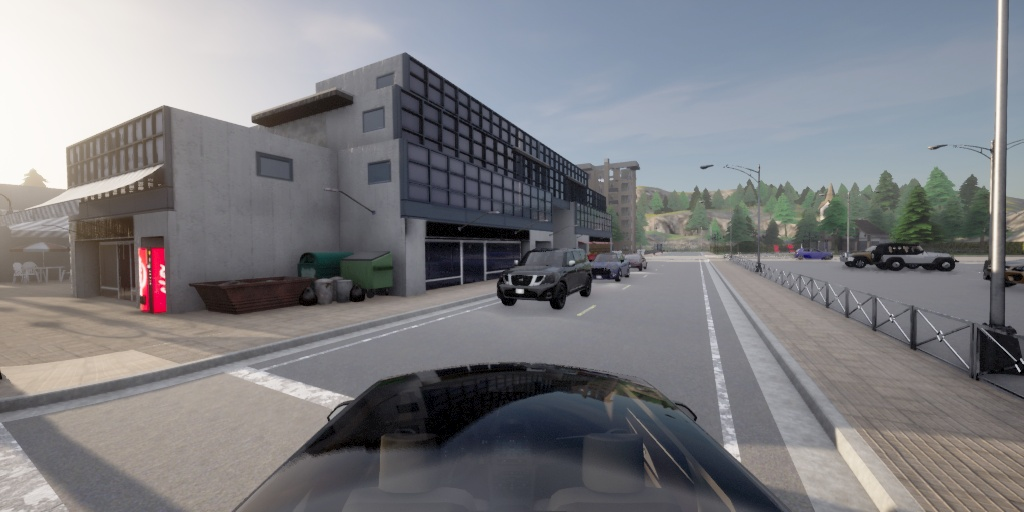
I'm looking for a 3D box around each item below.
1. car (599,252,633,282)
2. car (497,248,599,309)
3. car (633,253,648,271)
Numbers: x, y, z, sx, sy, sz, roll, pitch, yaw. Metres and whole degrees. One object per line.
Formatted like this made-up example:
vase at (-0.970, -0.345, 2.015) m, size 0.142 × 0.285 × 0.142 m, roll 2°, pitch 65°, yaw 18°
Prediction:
car at (6.042, 0.583, 22.642) m, size 2.097 × 1.767 × 4.553 m, roll 0°, pitch 1°, yaw 27°
car at (1.515, 0.705, 13.909) m, size 2.150 × 2.045 × 5.566 m, roll 0°, pitch 1°, yaw 27°
car at (10.755, 0.494, 31.724) m, size 1.812 × 1.442 × 4.674 m, roll 0°, pitch 1°, yaw 28°
